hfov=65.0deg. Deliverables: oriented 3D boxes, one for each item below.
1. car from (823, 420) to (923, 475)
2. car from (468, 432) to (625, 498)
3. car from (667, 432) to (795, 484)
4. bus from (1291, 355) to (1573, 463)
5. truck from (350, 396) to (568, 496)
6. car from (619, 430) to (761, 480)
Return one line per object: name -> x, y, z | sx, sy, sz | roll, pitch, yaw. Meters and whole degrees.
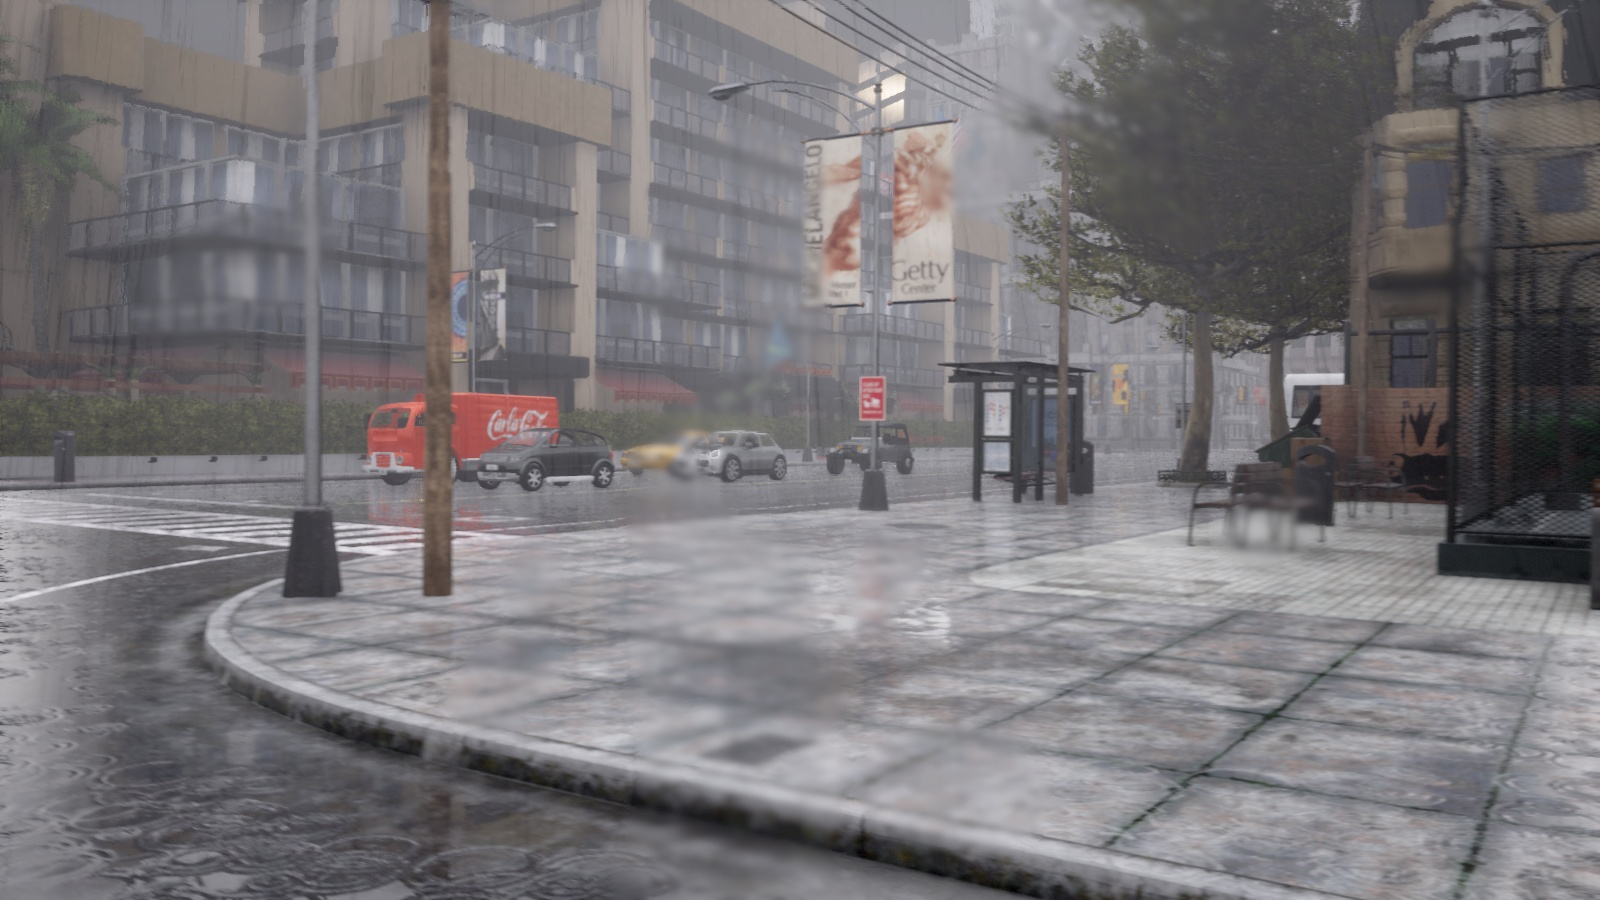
car -> 2.687, -0.117, 45.437 | 1.905, 1.878, 3.866 | 0, 1, 33
car -> -6.315, 0.335, 31.646 | 1.789, 1.549, 3.705 | 0, 1, 33
car -> -2.041, 0.194, 38.179 | 1.970, 1.475, 3.806 | 0, 1, 33
bus -> 26.290, -1.607, 53.014 | 10.273, 4.253, 3.944 | 0, 0, 22
truck -> -9.054, -0.135, 33.839 | 2.627, 2.467, 5.204 | 0, 1, 33
car -> -3.600, 0.127, 42.194 | 1.801, 1.575, 5.366 | 0, 1, 33
